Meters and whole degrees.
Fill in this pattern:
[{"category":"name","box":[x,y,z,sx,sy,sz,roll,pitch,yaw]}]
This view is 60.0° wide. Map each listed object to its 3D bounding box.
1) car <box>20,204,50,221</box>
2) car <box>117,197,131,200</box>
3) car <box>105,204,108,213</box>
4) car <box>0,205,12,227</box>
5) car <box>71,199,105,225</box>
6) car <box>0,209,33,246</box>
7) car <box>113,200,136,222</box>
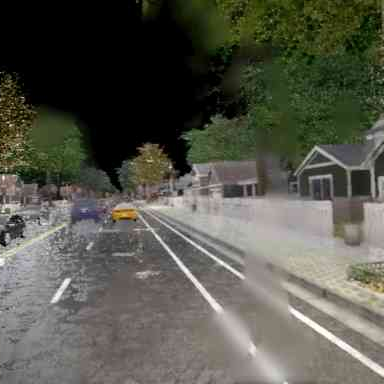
[{"category":"car","box":[-11.548,1.644,24.132,1.837,1.490,4.892,-3,0,-12]},{"category":"car","box":[-9.145,1.657,44.721,2.150,2.045,5.566,-3,0,-11]},{"category":"car","box":[-12.229,2.136,43.865,1.994,1.385,4.181,-3,0,-12]},{"category":"car","box":[-14.726,1.810,23.468,2.128,1.511,4.902,-3,0,-12]},{"category":"car","box":[-9.190,1.649,29.233,2.150,2.045,5.566,-3,0,-12]},{"category":"car","box":[-10.273,1.972,17.673,1.837,1.490,4.892,-3,1,-11]},{"category":"car","box":[-5.999,1.764,29.655,1.882,1.535,5.008,-3,0,-12]}]
